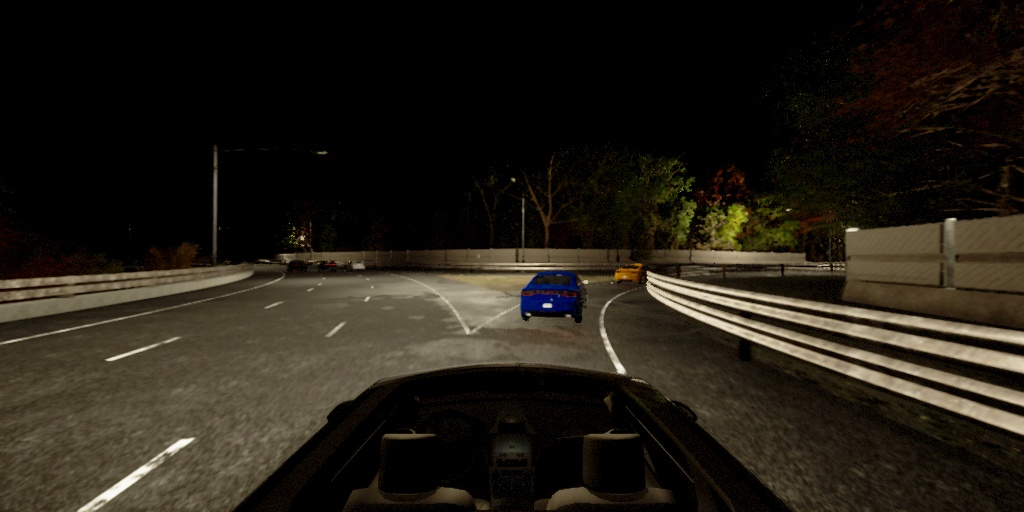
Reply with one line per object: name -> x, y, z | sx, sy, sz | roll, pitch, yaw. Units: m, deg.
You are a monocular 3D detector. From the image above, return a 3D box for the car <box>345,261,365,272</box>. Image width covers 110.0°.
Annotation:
car -> -22.045, 1.435, 50.504 | 1.812, 1.442, 4.674 | 0, 0, -36

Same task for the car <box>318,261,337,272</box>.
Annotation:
car -> -25.121, 1.383, 48.785 | 2.128, 1.511, 4.902 | 0, 0, -37

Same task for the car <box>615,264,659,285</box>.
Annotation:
car -> 9.783, 1.381, 27.826 | 1.882, 1.535, 5.008 | -1, -1, 41

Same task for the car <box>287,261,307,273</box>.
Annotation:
car -> -28.432, 1.352, 47.397 | 1.882, 1.535, 5.008 | 0, 0, -38

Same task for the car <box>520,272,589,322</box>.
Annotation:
car -> 1.628, 1.284, 12.685 | 1.882, 1.535, 5.008 | 0, 0, 14
